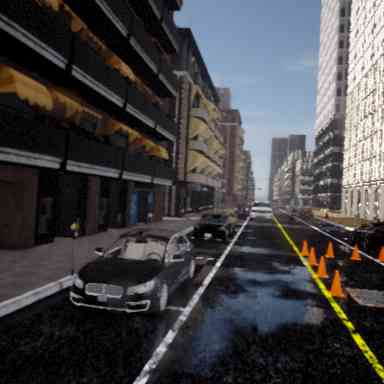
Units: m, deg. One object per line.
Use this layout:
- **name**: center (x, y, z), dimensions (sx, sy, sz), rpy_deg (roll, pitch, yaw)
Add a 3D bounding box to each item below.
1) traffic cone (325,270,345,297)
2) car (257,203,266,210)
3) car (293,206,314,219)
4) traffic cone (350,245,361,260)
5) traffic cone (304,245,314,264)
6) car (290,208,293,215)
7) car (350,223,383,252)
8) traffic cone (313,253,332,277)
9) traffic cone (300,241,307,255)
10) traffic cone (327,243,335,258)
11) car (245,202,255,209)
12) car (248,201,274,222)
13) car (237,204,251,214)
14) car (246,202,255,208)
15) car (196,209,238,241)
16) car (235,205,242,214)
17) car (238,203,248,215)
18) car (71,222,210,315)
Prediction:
- **traffic cone**: center (3.575, 2.235, 8.226), dimensions (0.340, 0.580, 0.340), rpy_deg (3, -1, 12)
- **car**: center (15.641, 3.175, 74.665), dimensions (1.837, 1.490, 4.892), rpy_deg (3, -1, 12)
- **car**: center (15.207, 2.847, 44.646), dimensions (1.887, 1.381, 4.507), rpy_deg (3, -1, 12)
- **traffic cone**: center (6.751, 2.463, 13.690), dimensions (0.340, 0.580, 0.340), rpy_deg (3, -1, 12)
- **traffic cone**: center (4.389, 2.320, 12.141), dimensions (0.340, 0.580, 0.340), rpy_deg (3, -1, 12)
- **car**: center (17.503, 3.101, 55.705), dimensions (2.008, 1.369, 4.403), rpy_deg (3, -1, 12)
- **car**: center (9.463, 2.253, 17.000), dimensions (1.947, 1.339, 4.313), rpy_deg (3, -1, 12)
- **traffic cone**: center (3.982, 2.277, 10.183), dimensions (0.340, 0.580, 0.340), rpy_deg (3, -1, 12)
- **traffic cone**: center (4.795, 2.363, 14.099), dimensions (0.340, 0.580, 0.340), rpy_deg (3, -1, 12)
- **traffic cone**: center (5.773, 2.413, 13.894), dimensions (0.340, 0.580, 0.340), rpy_deg (3, -1, 12)
- **car**: center (13.904, 3.185, 79.533), dimensions (2.008, 1.369, 4.403), rpy_deg (3, -1, 12)
- **car**: center (7.490, 2.011, 35.739), dimensions (2.150, 2.045, 5.566), rpy_deg (3, -1, 12)
- **car**: center (8.160, 2.589, 51.886), dimensions (1.802, 1.307, 4.206), rpy_deg (3, -1, 12)
- **car**: center (15.053, 3.311, 85.061), dimensions (2.008, 1.369, 4.403), rpy_deg (3, -1, 12)
- **car**: center (1.269, 1.835, 18.711), dimensions (1.947, 1.339, 4.313), rpy_deg (3, -1, 12)
- **car**: center (2.385, 1.913, 24.075), dimensions (1.752, 1.417, 4.829), rpy_deg (3, -1, 12)
- **car**: center (7.019, 2.324, 46.358), dimensions (1.967, 1.590, 4.097), rpy_deg (3, -1, 12)
- **car**: center (-1.028, 1.578, 7.653), dimensions (2.008, 1.369, 4.403), rpy_deg (3, -1, 12)
